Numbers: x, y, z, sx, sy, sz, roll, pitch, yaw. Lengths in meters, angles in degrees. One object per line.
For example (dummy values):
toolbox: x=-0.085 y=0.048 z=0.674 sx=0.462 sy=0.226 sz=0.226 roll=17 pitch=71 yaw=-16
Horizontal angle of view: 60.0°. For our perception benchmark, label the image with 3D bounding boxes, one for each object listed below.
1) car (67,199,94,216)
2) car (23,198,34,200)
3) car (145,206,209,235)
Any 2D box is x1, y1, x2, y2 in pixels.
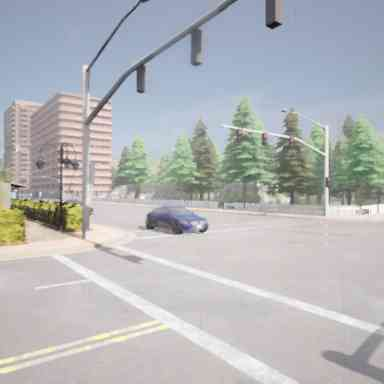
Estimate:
car: x=-11.160 y=1.501 z=32.475 sx=1.837 sy=1.490 sz=4.892 roll=0 pitch=0 yaw=-37
car: x=-25.185 y=1.598 z=51.314 sx=1.895 sy=1.301 sz=4.718 roll=0 pitch=0 yaw=-37
car: x=-1.006 y=1.522 z=18.930 sx=1.812 sy=1.442 sz=4.674 roll=0 pitch=0 yaw=-36
